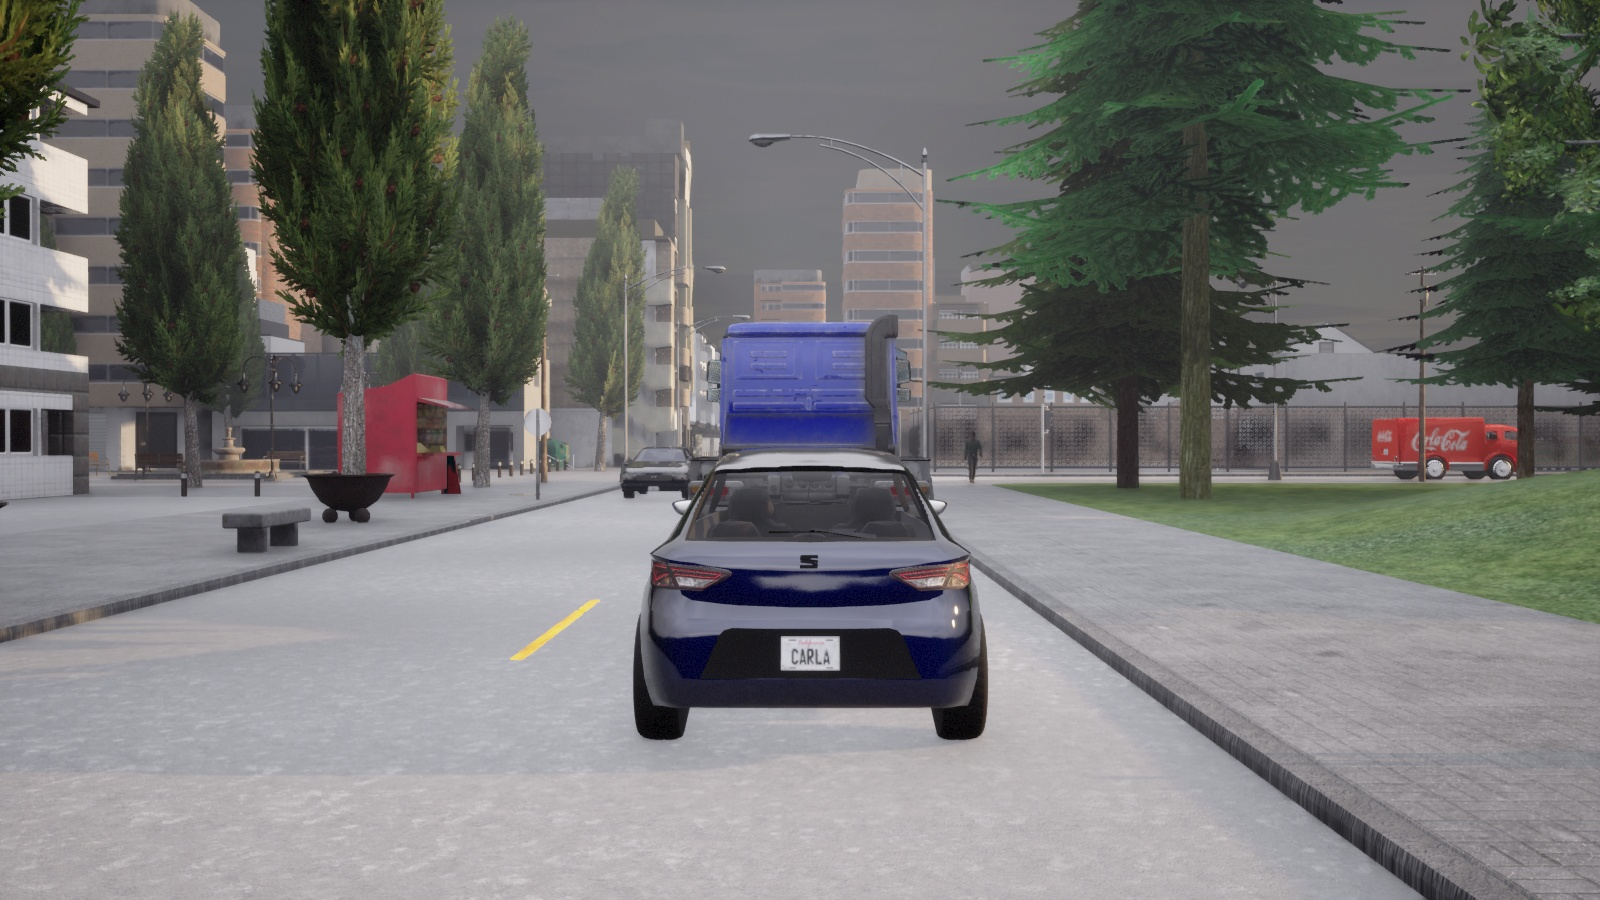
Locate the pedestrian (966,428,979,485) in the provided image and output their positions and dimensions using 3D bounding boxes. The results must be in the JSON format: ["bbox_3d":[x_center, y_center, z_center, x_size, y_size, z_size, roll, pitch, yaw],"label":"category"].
[{"bbox_3d":[5.873,0.220,42.767,0.423,1.949,0.788,0,0,8],"label":"pedestrian"}]

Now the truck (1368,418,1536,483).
[{"bbox_3d":[25.438,0.003,49.137,5.204,2.467,2.627,0,0,0],"label":"truck"}]

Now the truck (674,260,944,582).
[{"bbox_3d":[0.122,-0.334,17.460,2.891,3.462,7.936,0,0,0],"label":"truck"}]

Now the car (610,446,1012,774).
[{"bbox_3d":[0.061,0.716,7.772,1.816,1.474,4.193,0,0,0],"label":"car"}]

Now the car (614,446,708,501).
[{"bbox_3d":[-3.801,0.593,35.134,2.033,1.411,5.357,0,0,0],"label":"car"}]
